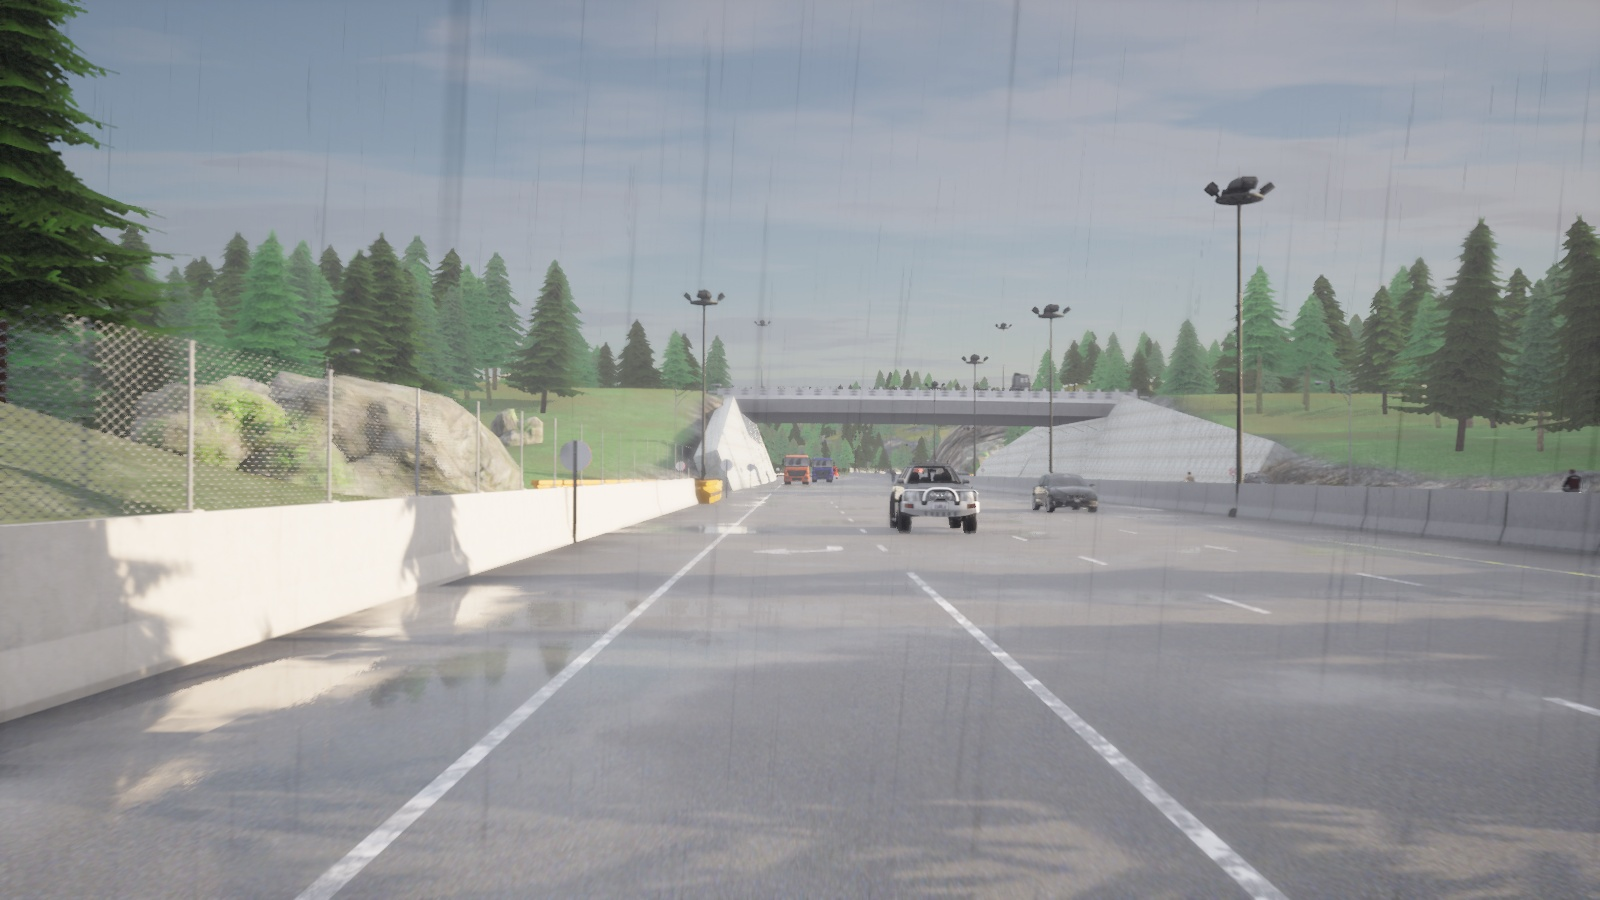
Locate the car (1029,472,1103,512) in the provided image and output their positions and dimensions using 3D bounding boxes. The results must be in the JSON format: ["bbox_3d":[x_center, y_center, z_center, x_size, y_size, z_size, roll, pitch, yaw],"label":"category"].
[{"bbox_3d":[10.381,1.603,49.302,1.837,1.490,4.892,0,-1,0],"label":"car"}]

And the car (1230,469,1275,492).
[{"bbox_3d":[31.290,2.123,86.904,1.789,1.549,3.705,0,-1,0],"label":"car"}]

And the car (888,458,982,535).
[{"bbox_3d":[3.420,1.163,32.616,1.932,1.855,4.605,0,-1,0],"label":"car"}]
